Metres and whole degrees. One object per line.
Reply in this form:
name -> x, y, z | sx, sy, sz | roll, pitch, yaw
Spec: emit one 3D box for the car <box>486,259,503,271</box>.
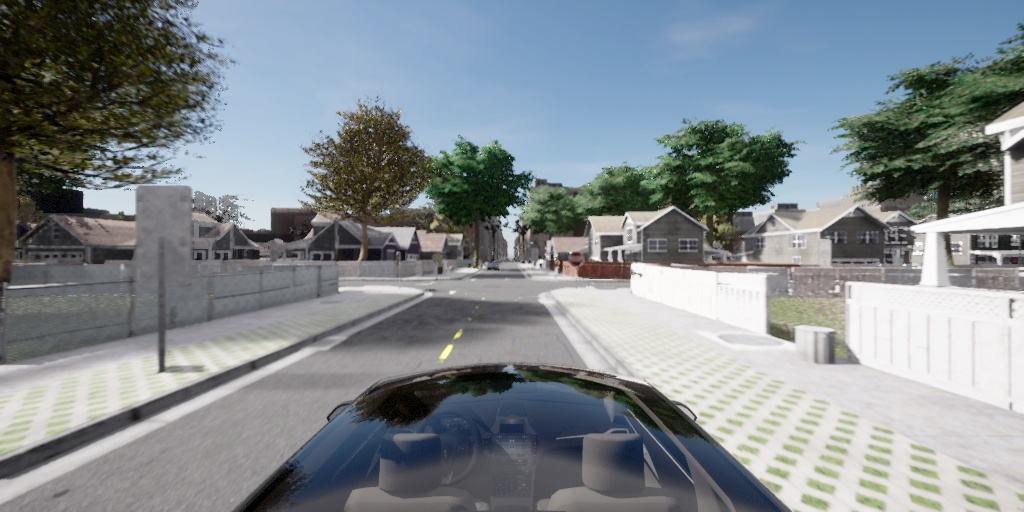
car -> -2.780, 1.511, 53.131 | 2.033, 1.411, 5.357 | 0, 0, 0
